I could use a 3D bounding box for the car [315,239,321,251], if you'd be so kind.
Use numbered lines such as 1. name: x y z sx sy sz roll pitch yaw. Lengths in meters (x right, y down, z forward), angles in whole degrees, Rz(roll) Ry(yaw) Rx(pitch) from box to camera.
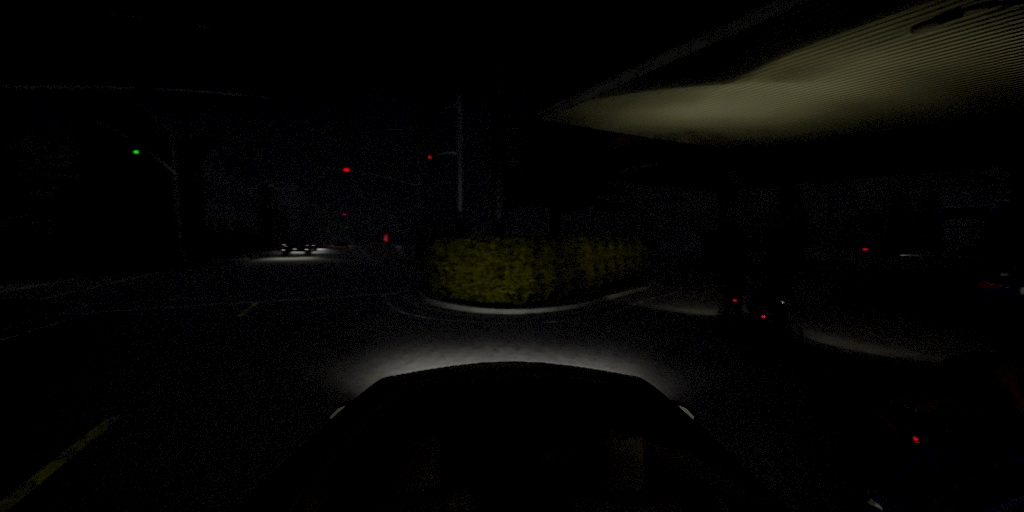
1. car: -24.851 -1.366 43.707 1.812 1.442 4.674 -1 4 -24

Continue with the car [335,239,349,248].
1. car: -26.391 -1.991 55.621 1.895 1.301 4.718 -1 4 -25

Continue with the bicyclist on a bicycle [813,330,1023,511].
1. bicyclist on a bicycle: 2.979 1.272 2.266 1.656 1.620 0.582 1 3 37

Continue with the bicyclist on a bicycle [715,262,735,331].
1. bicyclist on a bicycle: 4.898 0.962 8.051 0.582 1.620 1.656 1 3 15

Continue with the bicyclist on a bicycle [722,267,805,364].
1. bicyclist on a bicycle: 4.604 1.062 6.298 1.656 1.620 0.582 0 3 -22

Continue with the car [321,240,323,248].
1. car: -29.099 -1.854 53.046 1.895 1.301 4.718 -1 4 -25

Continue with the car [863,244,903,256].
1. car: 42.948 -0.724 41.522 5.357 1.411 2.033 -1 4 -25

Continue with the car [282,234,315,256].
1. car: -20.809 -1.138 34.858 2.150 2.045 5.566 -1 4 -26
